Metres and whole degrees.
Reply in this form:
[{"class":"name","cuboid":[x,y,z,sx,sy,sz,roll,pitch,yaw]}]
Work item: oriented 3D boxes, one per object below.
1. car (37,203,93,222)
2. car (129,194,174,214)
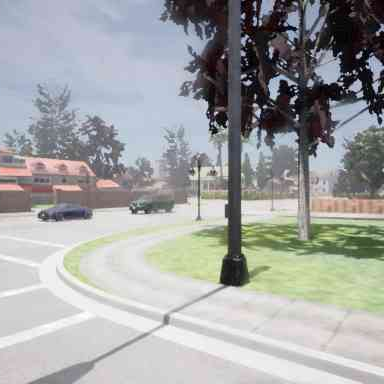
[{"class":"car","cuboid":[-10.033,1.565,26.558,1.994,1.385,4.181,0,0,34]},{"class":"car","cuboid":[-4.163,1.221,35.229,2.150,2.045,5.566,0,0,35]}]
